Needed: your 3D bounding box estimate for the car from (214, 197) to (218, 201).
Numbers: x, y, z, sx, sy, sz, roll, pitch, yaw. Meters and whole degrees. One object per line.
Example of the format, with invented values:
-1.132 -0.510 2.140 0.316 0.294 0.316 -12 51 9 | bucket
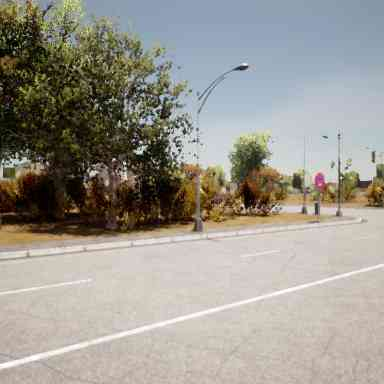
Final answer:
4.856 1.406 48.249 1.837 1.490 4.892 0 1 -32 | car
